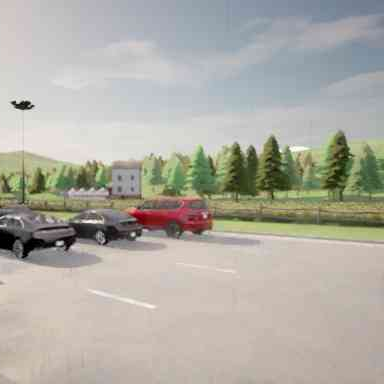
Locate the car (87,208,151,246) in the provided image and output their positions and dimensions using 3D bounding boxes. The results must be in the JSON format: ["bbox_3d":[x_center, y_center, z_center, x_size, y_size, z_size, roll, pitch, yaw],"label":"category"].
[{"bbox_3d":[-4.493,1.583,15.729,4.892,1.490,1.837,0,0,36],"label":"car"}]

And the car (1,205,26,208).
[{"bbox_3d":[-14.792,1.733,27.375,4.181,1.385,1.994,0,0,36],"label":"car"}]

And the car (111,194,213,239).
[{"bbox_3d":[-1.527,1.293,17.897,5.566,2.045,2.150,0,0,36],"label":"car"}]

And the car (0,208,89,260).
[{"bbox_3d":[-6.507,1.568,12.866,4.902,1.511,2.128,0,0,36],"label":"car"}]
